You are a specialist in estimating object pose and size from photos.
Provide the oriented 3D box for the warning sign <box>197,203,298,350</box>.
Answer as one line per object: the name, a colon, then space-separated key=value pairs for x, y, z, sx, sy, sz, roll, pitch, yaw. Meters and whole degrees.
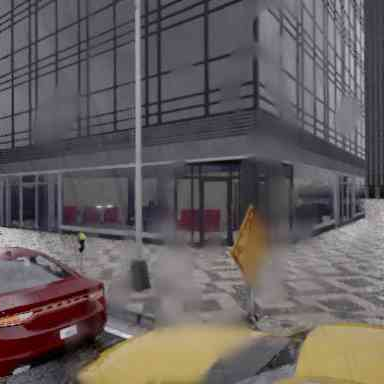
warning sign: x=0.895 y=1.123 z=5.152 sx=1.060 sy=1.860 sz=1.300 roll=-1 pitch=0 yaw=35

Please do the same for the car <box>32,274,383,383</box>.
car: x=1.117 y=1.526 z=2.170 sx=4.829 sy=1.417 sz=1.752 roll=0 pitch=0 yaw=35

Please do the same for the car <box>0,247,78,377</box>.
car: x=-3.306 y=1.565 z=5.324 sx=4.507 sy=1.381 sz=1.887 roll=0 pitch=0 yaw=35
